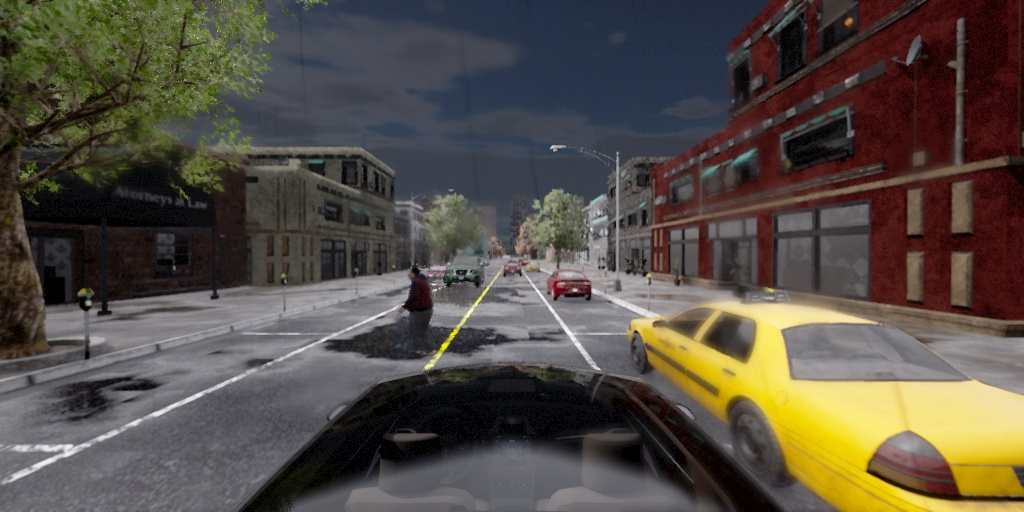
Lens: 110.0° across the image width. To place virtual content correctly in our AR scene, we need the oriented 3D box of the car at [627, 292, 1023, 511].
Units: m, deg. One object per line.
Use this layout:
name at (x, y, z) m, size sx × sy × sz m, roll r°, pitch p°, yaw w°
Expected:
car at (2.999, 1.210, 4.521) m, size 1.801 × 1.575 × 5.366 m, roll 0°, pitch 0°, yaw 0°

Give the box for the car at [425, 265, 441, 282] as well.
car at (-5.709, 1.372, 28.550) m, size 1.802 × 1.307 × 4.207 m, roll 0°, pitch 0°, yaw 0°

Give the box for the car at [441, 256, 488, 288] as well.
car at (-3.120, 1.006, 24.818) m, size 2.150 × 2.045 × 5.566 m, roll 0°, pitch 0°, yaw 0°

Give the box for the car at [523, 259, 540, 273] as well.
car at (2.657, 1.340, 45.360) m, size 1.751 × 1.417 × 4.829 m, roll 0°, pitch 0°, yaw 0°

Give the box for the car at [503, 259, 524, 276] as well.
car at (0.060, 1.330, 37.928) m, size 1.812 × 1.442 × 4.674 m, roll 0°, pitch 0°, yaw 0°

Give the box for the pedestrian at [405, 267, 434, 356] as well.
pedestrian at (-1.868, 1.054, 7.248) m, size 0.375 × 1.860 × 0.375 m, roll -1°, pitch 0°, yaw -3°

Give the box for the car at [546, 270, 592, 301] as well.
car at (2.681, 1.319, 17.470) m, size 1.888 × 1.381 × 4.507 m, roll 0°, pitch 0°, yaw 0°
